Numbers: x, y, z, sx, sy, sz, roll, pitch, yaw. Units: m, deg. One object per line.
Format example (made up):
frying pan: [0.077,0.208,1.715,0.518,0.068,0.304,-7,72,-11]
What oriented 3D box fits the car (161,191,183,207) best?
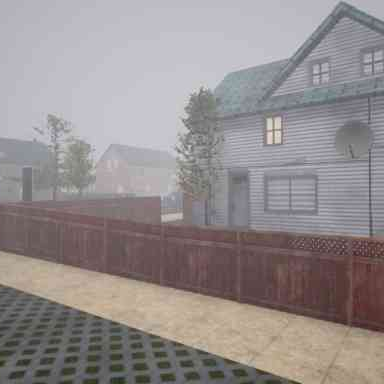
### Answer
car: [-1.444,0.651,35.335,2.097,1.767,4.553,-1,1,36]

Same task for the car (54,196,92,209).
car: [-8.995,1.100,24.828,2.128,1.511,4.902,-1,1,36]
